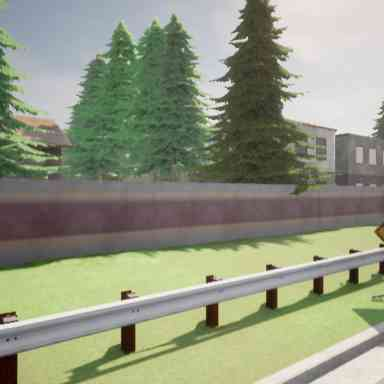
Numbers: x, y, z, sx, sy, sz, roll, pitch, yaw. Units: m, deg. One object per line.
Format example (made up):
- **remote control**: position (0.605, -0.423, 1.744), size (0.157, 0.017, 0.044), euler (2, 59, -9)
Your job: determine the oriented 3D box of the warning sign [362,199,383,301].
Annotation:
- **warning sign**: position (4.114, 1.088, 6.251), size (1.060, 1.860, 1.300), euler (0, 0, -36)
